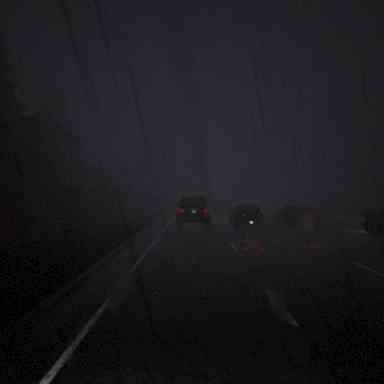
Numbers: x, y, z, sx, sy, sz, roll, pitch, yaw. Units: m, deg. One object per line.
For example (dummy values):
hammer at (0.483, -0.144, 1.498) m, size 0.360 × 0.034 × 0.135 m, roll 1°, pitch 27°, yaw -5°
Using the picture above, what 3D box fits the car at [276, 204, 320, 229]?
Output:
car at (7.104, 1.610, 22.729) m, size 1.837 × 1.490 × 4.892 m, roll 0°, pitch 0°, yaw 0°

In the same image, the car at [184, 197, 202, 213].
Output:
car at (0.106, 1.534, 40.074) m, size 2.097 × 1.767 × 4.553 m, roll 0°, pitch 0°, yaw 0°

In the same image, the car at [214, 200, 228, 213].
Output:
car at (3.606, 1.673, 40.294) m, size 2.128 × 1.511 × 4.902 m, roll 0°, pitch 0°, yaw 0°

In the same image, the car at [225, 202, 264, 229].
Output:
car at (3.604, 1.606, 22.567) m, size 1.837 × 1.490 × 4.892 m, roll 0°, pitch 0°, yaw 0°

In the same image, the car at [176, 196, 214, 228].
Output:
car at (0.104, 1.324, 23.078) m, size 2.150 × 2.045 × 5.566 m, roll 0°, pitch 0°, yaw 0°

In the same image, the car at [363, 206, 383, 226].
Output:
car at (14.104, 1.706, 23.213) m, size 1.895 × 1.301 × 4.718 m, roll 0°, pitch 0°, yaw 0°

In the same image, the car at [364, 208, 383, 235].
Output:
car at (10.604, 1.641, 16.871) m, size 1.994 × 1.385 × 4.181 m, roll 0°, pitch 0°, yaw 0°
